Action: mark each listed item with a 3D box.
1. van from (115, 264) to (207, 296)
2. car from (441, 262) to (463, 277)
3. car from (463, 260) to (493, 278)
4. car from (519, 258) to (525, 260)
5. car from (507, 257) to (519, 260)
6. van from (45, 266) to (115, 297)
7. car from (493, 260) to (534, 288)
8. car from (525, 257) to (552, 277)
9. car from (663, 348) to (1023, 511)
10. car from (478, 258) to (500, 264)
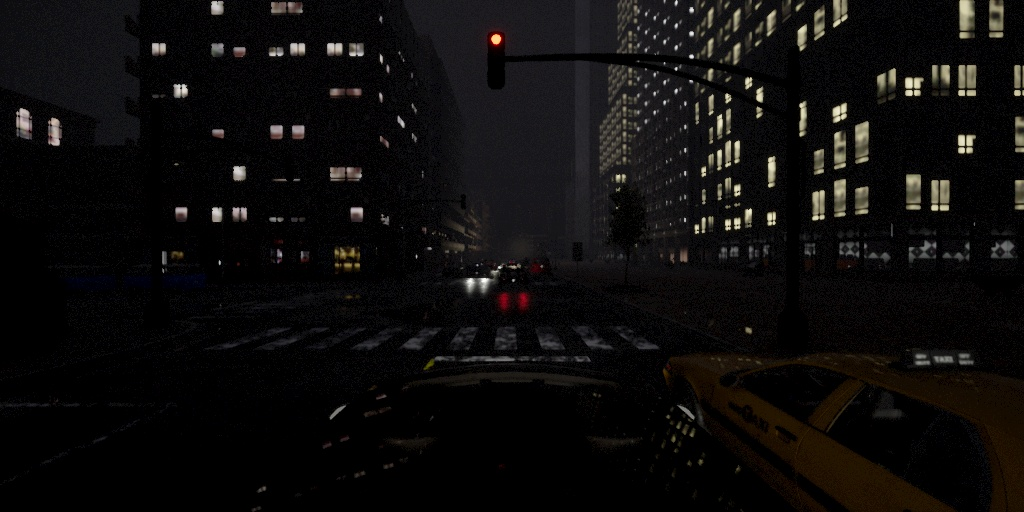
[{"bbox_3d":[-20.767,1.383,21.530,3.998,1.789,1.690,0,0,-1],"label":"van"},{"bbox_3d":[-5.691,1.297,34.770,2.007,1.370,4.403,0,0,0],"label":"car"},{"bbox_3d":[-3.099,1.310,33.391,1.994,1.385,4.181,0,0,0],"label":"car"},{"bbox_3d":[2.689,1.078,56.875,2.192,1.841,5.009,0,0,0],"label":"car"},{"bbox_3d":[-0.001,1.263,63.546,2.128,1.511,4.902,0,0,0],"label":"car"},{"bbox_3d":[-26.305,1.473,21.479,3.998,1.789,1.690,0,0,-1],"label":"van"},{"bbox_3d":[0.094,1.242,23.886,2.128,1.511,4.902,0,0,0],"label":"car"},{"bbox_3d":[2.689,1.061,34.770,2.192,1.841,5.009,0,0,0],"label":"car"},{"bbox_3d":[2.689,1.275,2.527,1.751,1.417,4.829,0,0,0],"label":"car"},{"bbox_3d":[-3.091,1.108,49.035,2.097,1.767,4.553,0,0,0],"label":"car"}]
